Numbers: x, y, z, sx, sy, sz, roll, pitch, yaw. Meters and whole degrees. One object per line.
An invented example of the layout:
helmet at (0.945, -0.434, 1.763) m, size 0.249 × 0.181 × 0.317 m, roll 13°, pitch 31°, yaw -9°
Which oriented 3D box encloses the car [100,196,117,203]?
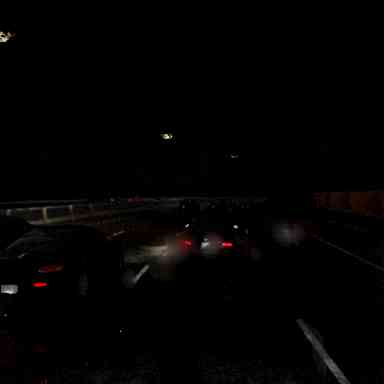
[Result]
car at (-13.688, 1.407, 58.980) m, size 2.097 × 1.767 × 4.553 m, roll 0°, pitch 0°, yaw 20°

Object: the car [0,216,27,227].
car at (-6.367, 1.521, 11.006) m, size 1.812 × 1.442 × 4.674 m, roll 0°, pitch 0°, yaw 4°

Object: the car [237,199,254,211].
car at (6.953, 1.634, 43.061) m, size 1.812 × 1.442 × 4.674 m, roll 0°, pitch 0°, yaw 17°

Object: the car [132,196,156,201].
car at (-7.410, 1.622, 55.824) m, size 2.033 × 1.411 × 5.357 m, roll 0°, pitch 0°, yaw 20°

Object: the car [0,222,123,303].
car at (-3.061, 1.529, 8.125) m, size 1.812 × 1.442 × 4.674 m, roll 0°, pitch 0°, yaw 3°

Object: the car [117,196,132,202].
car at (-10.448, 1.418, 57.647) m, size 2.097 × 1.767 × 4.553 m, roll 0°, pitch 0°, yaw 21°

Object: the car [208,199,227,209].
car at (3.306, 1.620, 43.126) m, size 1.812 × 1.442 × 4.674 m, roll 0°, pitch 0°, yaw 17°

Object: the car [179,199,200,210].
car at (-0.347, 1.605, 43.121) m, size 1.812 × 1.442 × 4.674 m, roll 0°, pitch 0°, yaw 17°

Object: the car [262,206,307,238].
car at (4.881, 1.655, 18.173) m, size 1.895 × 1.301 × 4.718 m, roll 0°, pitch 0°, yaw 8°

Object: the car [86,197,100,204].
car at (-17.134, 1.606, 59.765) m, size 1.994 × 1.385 × 4.181 m, roll 0°, pitch 0°, yaw 20°

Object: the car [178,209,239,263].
car at (0.663, 1.573, 12.049) m, size 2.033 × 1.411 × 5.357 m, roll 0°, pitch 0°, yaw 5°

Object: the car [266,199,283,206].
car at (10.596, 1.649, 43.012) m, size 1.812 × 1.442 × 4.674 m, roll 0°, pitch 0°, yaw 17°
